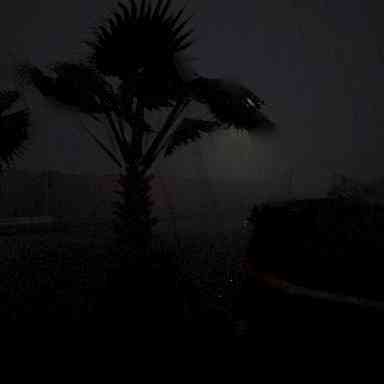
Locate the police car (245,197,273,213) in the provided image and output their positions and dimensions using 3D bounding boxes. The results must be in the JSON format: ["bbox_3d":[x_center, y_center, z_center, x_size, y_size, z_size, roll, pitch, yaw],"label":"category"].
[{"bbox_3d":[6.950,1.273,33.151,2.038,1.542,4.974,1,1,36],"label":"police car"}]
